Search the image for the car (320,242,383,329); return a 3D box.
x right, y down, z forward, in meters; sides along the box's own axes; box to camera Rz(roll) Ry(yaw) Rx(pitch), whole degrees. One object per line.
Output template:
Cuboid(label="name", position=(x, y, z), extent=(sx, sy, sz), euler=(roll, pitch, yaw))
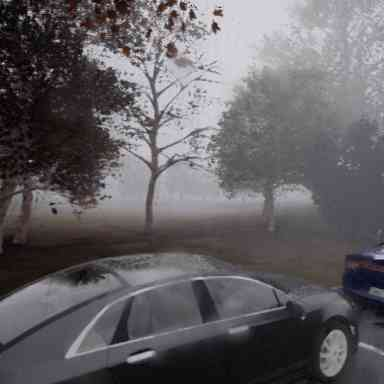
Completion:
Cuboid(label="car", position=(5.170, 1.525, 6.406), extent=(5.008, 1.535, 2.097), euler=(2, -1, -26))
